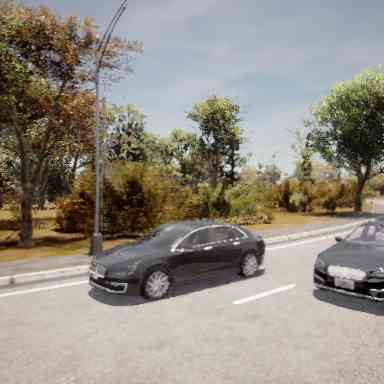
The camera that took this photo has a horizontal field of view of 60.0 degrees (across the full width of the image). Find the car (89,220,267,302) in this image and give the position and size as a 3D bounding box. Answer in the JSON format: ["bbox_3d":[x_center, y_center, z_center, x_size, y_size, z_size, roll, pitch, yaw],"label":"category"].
[{"bbox_3d":[-0.130,1.523,8.487,4.892,1.490,1.837,0,0,-39],"label":"car"}]

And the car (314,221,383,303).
[{"bbox_3d":[4.801,1.493,8.010,4.902,1.511,2.128,0,0,-40],"label":"car"}]
